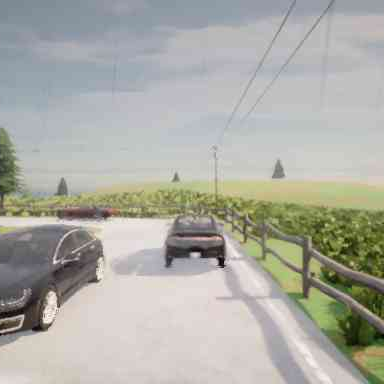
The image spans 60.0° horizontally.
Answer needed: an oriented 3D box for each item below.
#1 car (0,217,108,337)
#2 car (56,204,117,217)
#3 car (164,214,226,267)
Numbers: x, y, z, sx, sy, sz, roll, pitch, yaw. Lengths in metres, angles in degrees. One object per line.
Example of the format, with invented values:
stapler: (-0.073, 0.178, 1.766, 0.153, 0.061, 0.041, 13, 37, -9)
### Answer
car: (-3.228, 1.523, 6.988, 1.837, 1.490, 4.892, 0, 0, 1)
car: (-8.864, 1.672, 27.942, 4.718, 1.301, 1.895, 0, 0, 6)
car: (0.095, 1.521, 11.556, 2.128, 1.511, 4.902, 0, 0, 0)
